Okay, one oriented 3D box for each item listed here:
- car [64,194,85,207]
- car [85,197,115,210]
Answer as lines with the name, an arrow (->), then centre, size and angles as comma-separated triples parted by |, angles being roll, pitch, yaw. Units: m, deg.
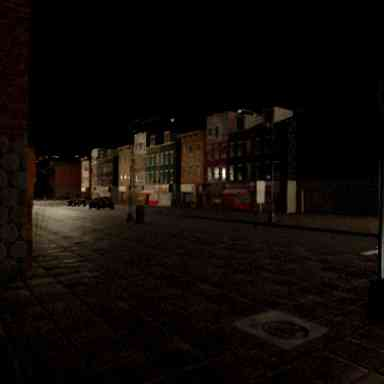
car -> -17.812, 1.543, 51.380 | 1.837, 1.490, 4.892 | 1, -1, -36
car -> -11.796, 1.391, 43.204 | 2.097, 1.767, 4.553 | 1, -1, -36
